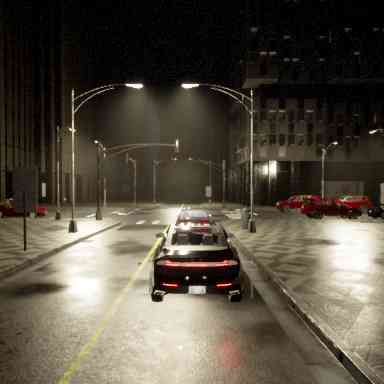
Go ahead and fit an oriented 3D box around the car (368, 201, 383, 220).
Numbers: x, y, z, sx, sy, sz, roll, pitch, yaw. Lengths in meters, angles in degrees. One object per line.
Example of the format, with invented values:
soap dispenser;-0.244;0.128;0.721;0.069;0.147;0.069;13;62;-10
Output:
car;17.721;1.742;29.171;4.313;1.339;1.947;0;1;0

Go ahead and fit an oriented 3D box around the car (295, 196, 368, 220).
car;12.078;1.463;29.142;5.009;1.841;2.192;0;1;0

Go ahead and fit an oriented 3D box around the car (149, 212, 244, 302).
car;0.087;1.490;8.223;2.128;1.511;4.902;0;0;0

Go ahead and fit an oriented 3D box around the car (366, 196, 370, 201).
car;17.693;1.353;37.692;5.009;1.841;2.192;0;1;0

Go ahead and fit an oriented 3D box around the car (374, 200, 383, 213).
car;23.335;1.634;37.720;4.313;1.339;1.947;0;1;0

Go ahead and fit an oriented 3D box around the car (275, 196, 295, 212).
car;12.050;1.325;37.666;5.009;1.841;2.192;0;1;0

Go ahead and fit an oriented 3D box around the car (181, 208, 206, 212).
car;0.074;1.550;17.932;2.033;1.411;5.357;0;0;0

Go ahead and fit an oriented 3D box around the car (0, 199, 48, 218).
car;-14.963;1.567;29.022;4.507;1.381;1.887;0;1;0
